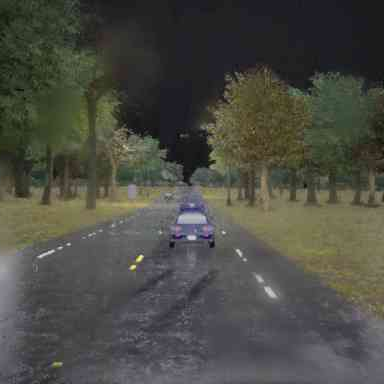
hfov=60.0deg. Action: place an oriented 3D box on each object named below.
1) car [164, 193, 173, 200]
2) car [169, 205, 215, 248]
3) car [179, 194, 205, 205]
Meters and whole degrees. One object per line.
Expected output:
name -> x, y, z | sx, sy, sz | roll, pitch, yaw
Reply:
car -> -5.527, 0.977, 77.337 | 1.882, 1.535, 5.008 | 0, 1, -7
car -> 0.000, 1.521, 14.650 | 1.812, 1.442, 4.674 | 0, 0, 0
car -> 0.000, 1.221, 29.678 | 2.150, 2.045, 5.566 | 0, 0, 0
